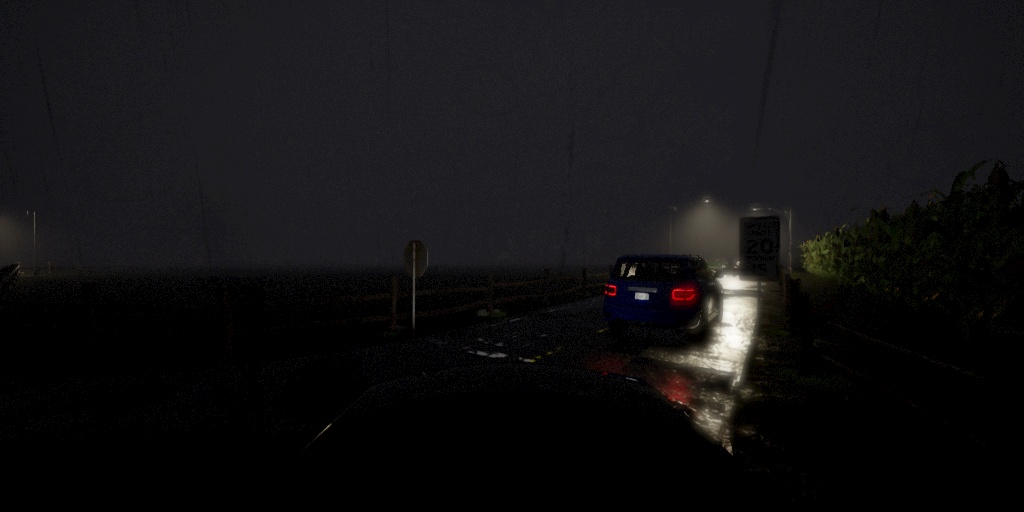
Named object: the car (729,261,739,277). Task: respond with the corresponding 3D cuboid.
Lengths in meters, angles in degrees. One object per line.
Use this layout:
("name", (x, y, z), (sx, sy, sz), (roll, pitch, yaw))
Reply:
("car", (22.843, 1.257, 35.135), (2.128, 1.511, 4.902), (0, 0, 37))

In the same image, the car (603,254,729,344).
("car", (4.413, 0.971, 9.981), (2.150, 2.045, 5.566), (0, 0, 36))

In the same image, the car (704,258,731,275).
("car", (22.948, 1.105, 40.031), (2.097, 1.767, 4.553), (0, 0, 36))
